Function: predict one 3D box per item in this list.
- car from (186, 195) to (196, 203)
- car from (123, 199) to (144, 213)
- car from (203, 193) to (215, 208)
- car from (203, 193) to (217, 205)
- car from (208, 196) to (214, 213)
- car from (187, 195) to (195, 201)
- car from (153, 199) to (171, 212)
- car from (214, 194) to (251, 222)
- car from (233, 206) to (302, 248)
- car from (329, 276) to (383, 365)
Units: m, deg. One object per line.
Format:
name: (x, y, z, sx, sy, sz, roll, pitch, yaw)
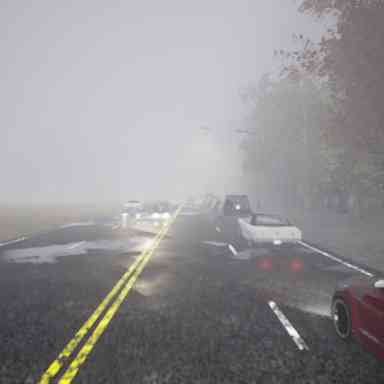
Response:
car: (-0.156, 1.564, 68.348, 2.033, 1.411, 5.357, 0, 0, 0)
car: (-6.674, 1.554, 38.219, 1.812, 1.442, 4.674, 0, 0, 0)
car: (3.152, 1.364, 47.782, 2.097, 1.767, 4.553, 0, -1, 0)
car: (3.135, 1.238, 58.842, 2.150, 2.045, 5.566, 1, -1, 0)
car: (3.154, 1.517, 36.801, 1.837, 1.490, 4.892, -1, 0, 0)
car: (-0.201, 1.464, 88.689, 2.128, 1.511, 4.902, 0, 0, 0)
car: (-3.421, 1.521, 38.406, 2.128, 1.511, 4.902, 0, 0, 0)
car: (3.207, 1.210, 25.843, 2.150, 2.045, 5.566, 1, -1, 0)
car: (3.231, 1.584, 14.825, 1.895, 1.301, 4.718, 1, 1, 0)
car: (3.249, 1.540, 3.809, 1.994, 1.385, 4.181, 0, -1, 0)
